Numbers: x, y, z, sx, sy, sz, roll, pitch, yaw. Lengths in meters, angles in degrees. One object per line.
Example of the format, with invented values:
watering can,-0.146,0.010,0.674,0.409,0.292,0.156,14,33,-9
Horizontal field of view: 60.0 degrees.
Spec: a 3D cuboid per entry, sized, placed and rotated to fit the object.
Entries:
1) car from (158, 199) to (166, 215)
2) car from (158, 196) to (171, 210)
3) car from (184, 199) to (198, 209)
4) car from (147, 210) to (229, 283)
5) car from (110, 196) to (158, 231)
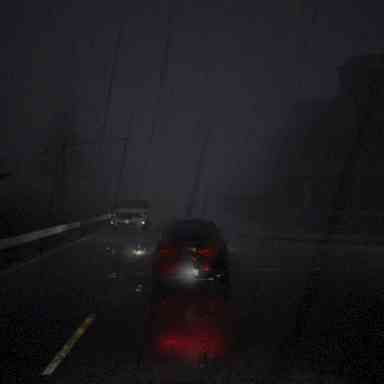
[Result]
car,-3.922,1.726,32.270,1.882,1.535,5.008,0,0,0
car,-3.987,1.561,43.442,2.150,2.045,5.566,0,-1,1
car,-0.116,1.919,52.937,2.128,1.511,4.902,0,0,6
car,-0.030,1.514,9.688,1.837,1.490,4.892,-1,0,0
car,-3.823,1.389,22.133,2.150,2.045,5.566,0,0,-1
